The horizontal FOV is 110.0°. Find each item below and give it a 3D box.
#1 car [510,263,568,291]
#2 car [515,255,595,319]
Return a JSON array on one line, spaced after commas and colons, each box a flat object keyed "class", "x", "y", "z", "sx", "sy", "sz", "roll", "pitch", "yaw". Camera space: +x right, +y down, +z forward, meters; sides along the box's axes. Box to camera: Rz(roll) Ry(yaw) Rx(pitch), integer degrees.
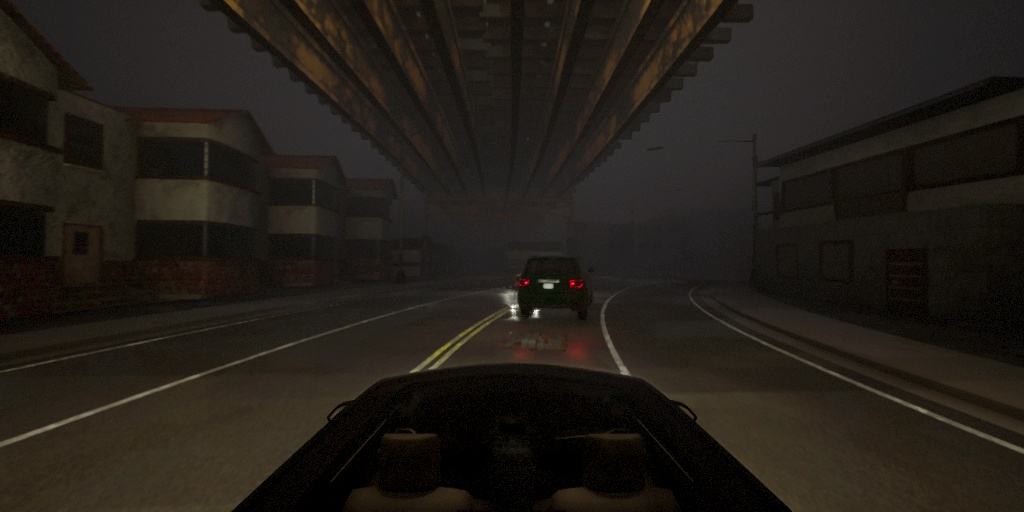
[{"class": "car", "x": 1.911, "y": 1.263, "z": 23.316, "sx": 1.882, "sy": 1.535, "sz": 5.008, "roll": 0, "pitch": 0, "yaw": 28}, {"class": "car", "x": 1.768, "y": 0.987, "z": 13.155, "sx": 2.150, "sy": 2.045, "sz": 5.566, "roll": 0, "pitch": 0, "yaw": 15}]
